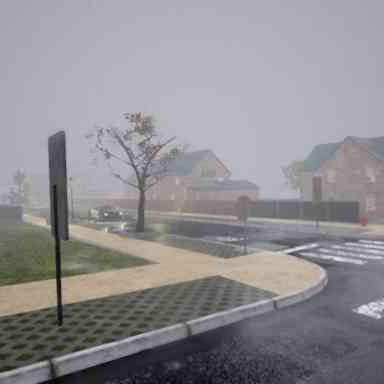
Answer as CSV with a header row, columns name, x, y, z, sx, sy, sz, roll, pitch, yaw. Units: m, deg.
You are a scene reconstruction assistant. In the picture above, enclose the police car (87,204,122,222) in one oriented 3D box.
name,x,y,z,sx,sy,sz,roll,pitch,yaw
police car,-8.309,1.975,31.762,2.038,1.542,4.974,-2,0,-36
